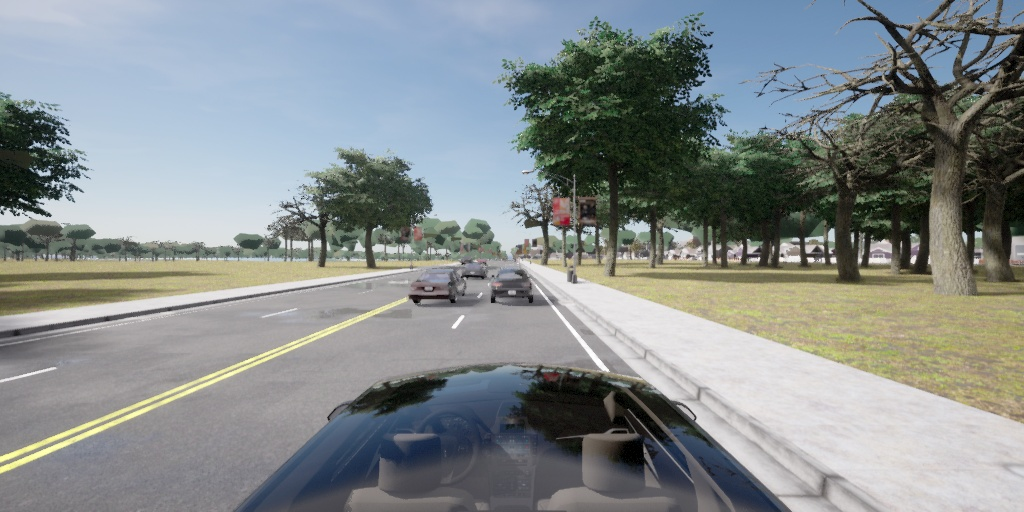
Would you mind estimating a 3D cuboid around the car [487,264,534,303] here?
[{"bbox_3d":[0.000,1.285,16.500,1.812,1.442,4.674,0,0,0],"label":"car"}]

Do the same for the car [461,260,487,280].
[{"bbox_3d":[-3.250,1.331,31.501,1.994,1.385,4.181,0,0,0],"label":"car"}]

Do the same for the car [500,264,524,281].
[{"bbox_3d":[0.000,1.375,31.530,1.895,1.301,4.718,0,0,0],"label":"car"}]

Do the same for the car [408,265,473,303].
[{"bbox_3d":[-3.250,1.315,16.501,2.033,1.411,5.357,0,0,0],"label":"car"}]
